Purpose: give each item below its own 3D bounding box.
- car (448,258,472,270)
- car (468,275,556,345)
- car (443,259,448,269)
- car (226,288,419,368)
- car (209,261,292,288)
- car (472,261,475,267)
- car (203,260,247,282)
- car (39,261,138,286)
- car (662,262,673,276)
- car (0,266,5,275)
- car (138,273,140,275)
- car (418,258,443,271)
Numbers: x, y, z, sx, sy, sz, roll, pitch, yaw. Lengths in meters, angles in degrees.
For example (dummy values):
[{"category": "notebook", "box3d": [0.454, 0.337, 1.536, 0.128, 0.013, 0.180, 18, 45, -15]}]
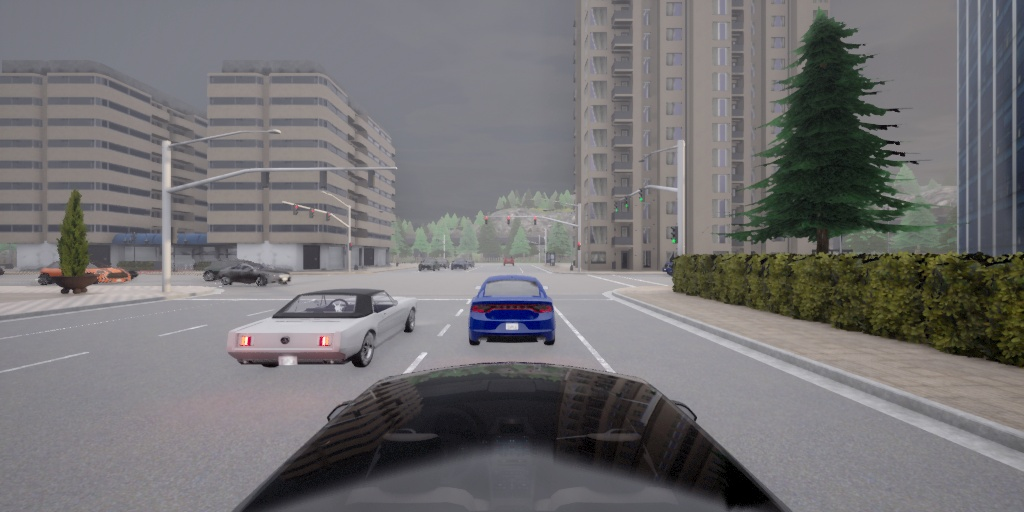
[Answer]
[{"category": "car", "box3d": [-7.547, 1.102, 52.124, 2.097, 1.767, 4.553, 0, 0, 0]}, {"category": "car", "box3d": [-0.004, 1.228, 9.495, 1.882, 1.535, 5.008, 0, 0, 0]}, {"category": "car", "box3d": [-11.083, 1.255, 56.990, 1.837, 1.490, 4.892, 0, 0, 0]}, {"category": "car", "box3d": [-3.496, 1.351, 7.829, 1.895, 1.301, 4.718, 0, 0, 0]}, {"category": "car", "box3d": [-17.012, 1.243, 23.799, 4.902, 1.511, 2.128, 0, 0, 15]}, {"category": "car", "box3d": [-7.610, 1.297, 62.565, 2.033, 1.411, 5.357, 0, 0, 1]}, {"category": "car", "box3d": [-21.526, 1.102, 28.419, 4.553, 1.767, 2.097, 0, 0, -2]}, {"category": "car", "box3d": [-29.405, 1.102, 24.791, 4.553, 1.767, 2.097, 0, 0, 0]}, {"category": "car", "box3d": [17.892, 0.971, 35.442, 5.566, 2.045, 2.150, 0, 0, 0]}, {"category": "car", "box3d": [-53.446, 1.314, 35.521, 4.181, 1.385, 1.994, 0, 0, 0]}, {"category": "car", "box3d": [-32.585, 1.351, 28.297, 4.718, 1.301, 1.895, 0, 0, 0]}, {"category": "car", "box3d": [-11.012, 1.102, 47.905, 2.097, 1.767, 4.553, 0, 0, 0]}]
